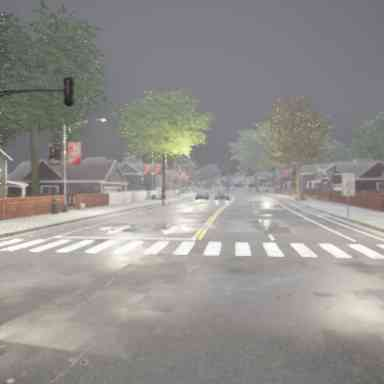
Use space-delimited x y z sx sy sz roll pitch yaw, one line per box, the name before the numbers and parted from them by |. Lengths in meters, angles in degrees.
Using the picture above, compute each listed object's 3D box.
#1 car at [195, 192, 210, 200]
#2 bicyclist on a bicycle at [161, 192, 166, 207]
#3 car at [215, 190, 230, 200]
car | 1.758 0.651 54.727 1.994 1.385 4.181 0 1 10
bicyclist on a bicycle | -3.170 0.872 36.908 0.582 1.620 1.656 0 1 6
car | 4.972 0.428 54.250 2.097 1.767 4.553 0 1 10
